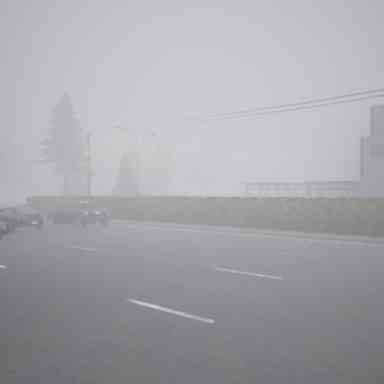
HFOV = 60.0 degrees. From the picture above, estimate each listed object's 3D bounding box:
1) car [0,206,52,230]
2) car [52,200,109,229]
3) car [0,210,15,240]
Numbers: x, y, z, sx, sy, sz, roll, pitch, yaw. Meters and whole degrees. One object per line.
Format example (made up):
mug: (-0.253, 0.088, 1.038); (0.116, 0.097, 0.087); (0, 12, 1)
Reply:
car: (-10.859, 1.580, 20.326); (4.674, 1.442, 1.812); (0, 0, 35)
car: (-7.750, 1.402, 22.424); (4.553, 1.767, 2.097); (0, 0, 36)
car: (-10.772, 1.648, 15.980); (4.718, 1.301, 1.895); (0, 0, 36)
